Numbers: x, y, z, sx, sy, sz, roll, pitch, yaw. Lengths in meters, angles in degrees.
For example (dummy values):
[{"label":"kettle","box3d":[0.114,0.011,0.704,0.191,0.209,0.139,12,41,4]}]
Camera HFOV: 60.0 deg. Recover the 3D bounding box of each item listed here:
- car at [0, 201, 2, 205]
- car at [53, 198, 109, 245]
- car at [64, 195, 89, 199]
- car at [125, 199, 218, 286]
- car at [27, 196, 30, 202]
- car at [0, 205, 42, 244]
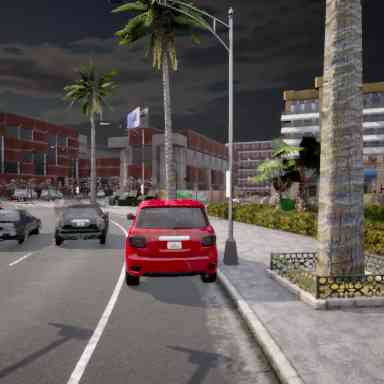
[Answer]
[{"label":"car","box3d":[-24.943,1.333,40.410,4.553,1.767,2.097,0,0,39]},{"label":"car","box3d":[-5.095,1.349,15.835,2.097,1.767,4.553,0,0,-13]},{"label":"car","box3d":[-11.346,1.343,30.645,2.097,1.767,4.553,0,0,-31]},{"label":"car","box3d":[-0.718,1.220,9.685,2.150,2.045,5.566,0,0,-7]},{"label":"car","box3d":[-36.889,1.225,70.776,4.553,1.767,2.185,0,0,22]},{"label":"car","box3d":[-8.446,1.541,15.550,2.033,1.411,5.357,0,0,-14]}]
